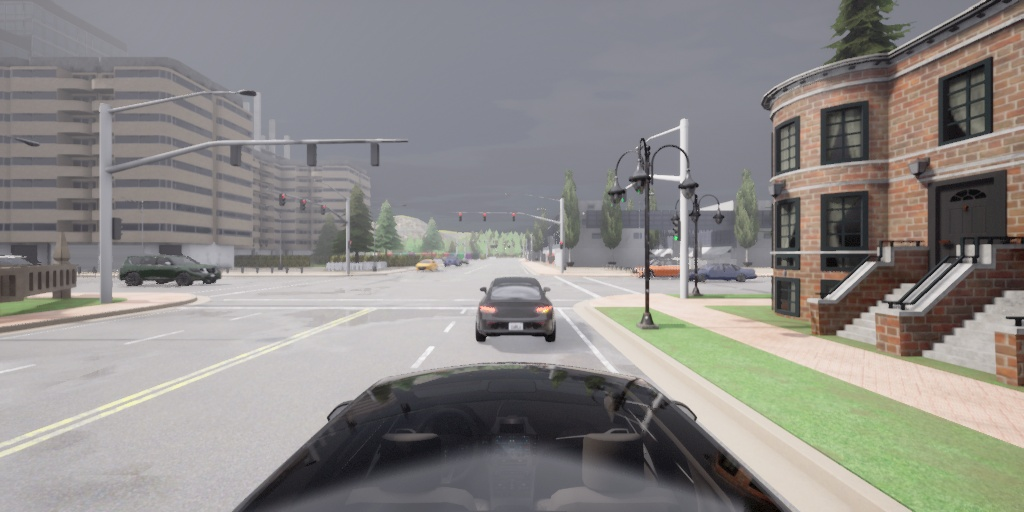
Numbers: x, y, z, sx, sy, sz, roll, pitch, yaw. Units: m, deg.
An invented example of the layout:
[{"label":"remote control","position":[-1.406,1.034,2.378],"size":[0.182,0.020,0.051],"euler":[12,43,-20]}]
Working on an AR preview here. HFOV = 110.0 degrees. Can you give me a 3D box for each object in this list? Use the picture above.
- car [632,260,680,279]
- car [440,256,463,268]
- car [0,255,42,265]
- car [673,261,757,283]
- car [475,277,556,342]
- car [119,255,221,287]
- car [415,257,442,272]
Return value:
[{"label":"car","position":[12.742,1.093,30.910],"size":[4.553,1.767,2.097],"euler":[0,0,-1]},{"label":"car","position":[-10.527,0.954,63.069],"size":[2.150,2.045,5.566],"euler":[0,0,0]},{"label":"car","position":[-29.374,0.965,20.585],"size":[5.566,2.045,2.150],"euler":[0,0,0]},{"label":"car","position":[15.629,1.288,27.404],"size":[5.357,1.411,2.033],"euler":[0,0,-1]},{"label":"car","position":[0.088,1.273,9.617],"size":[1.812,1.442,4.674],"euler":[0,0,0]},{"label":"car","position":[-22.869,0.963,24.078],"size":[5.566,2.045,2.150],"euler":[0,0,0]},{"label":"car","position":[-10.595,1.213,44.787],"size":[1.882,1.535,5.008],"euler":[0,0,1]}]
